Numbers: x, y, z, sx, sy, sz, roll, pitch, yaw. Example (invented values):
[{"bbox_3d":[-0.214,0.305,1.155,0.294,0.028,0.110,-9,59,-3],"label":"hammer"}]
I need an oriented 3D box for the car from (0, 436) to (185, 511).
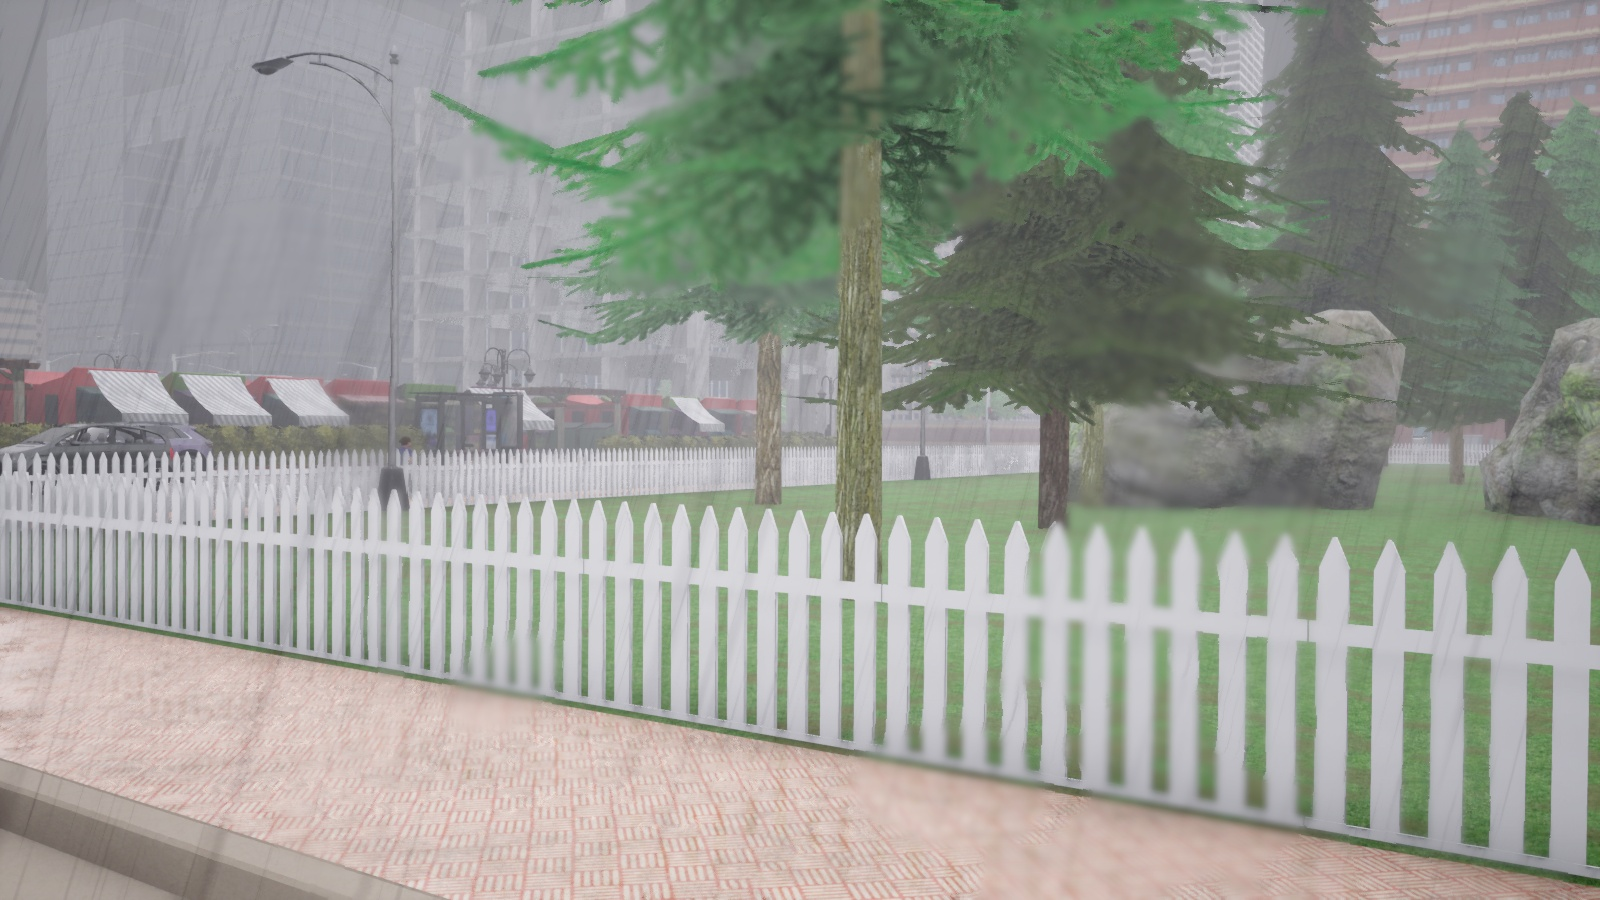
[{"bbox_3d":[-16.081,0.471,28.169,1.789,1.549,3.705,0,1,32],"label":"car"}]

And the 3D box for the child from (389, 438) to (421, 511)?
[{"bbox_3d":[-6.935,0.432,22.048,0.270,1.263,0.437,0,1,32],"label":"child"}]

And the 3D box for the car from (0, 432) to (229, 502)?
[{"bbox_3d":[-17.565,0.378,32.379,2.033,1.649,4.856,0,1,32],"label":"car"}]
